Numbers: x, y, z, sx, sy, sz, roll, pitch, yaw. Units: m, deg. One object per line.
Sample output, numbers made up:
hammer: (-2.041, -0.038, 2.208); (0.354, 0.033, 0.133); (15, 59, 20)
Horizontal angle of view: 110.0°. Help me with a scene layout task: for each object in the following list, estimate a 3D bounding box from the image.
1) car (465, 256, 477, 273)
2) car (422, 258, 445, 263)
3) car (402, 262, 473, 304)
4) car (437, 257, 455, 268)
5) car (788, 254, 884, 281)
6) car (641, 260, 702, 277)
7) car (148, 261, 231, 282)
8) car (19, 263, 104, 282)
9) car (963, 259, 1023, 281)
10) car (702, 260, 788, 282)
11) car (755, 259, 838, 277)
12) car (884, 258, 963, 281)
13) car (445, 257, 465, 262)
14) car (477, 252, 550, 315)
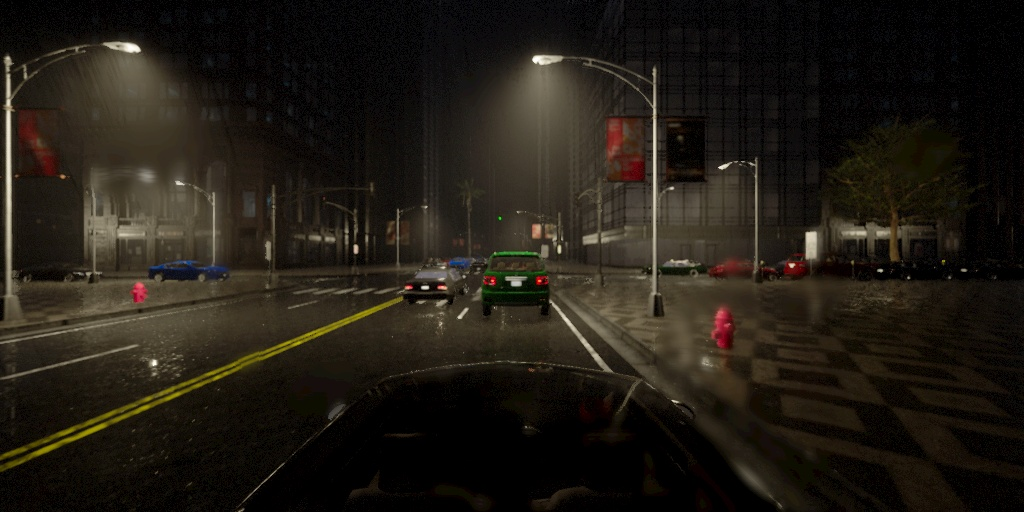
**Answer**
car: (-3.138, 1.005, 36.220); (2.128, 1.511, 4.902); (0, 1, 0)
car: (-9.822, 0.974, 44.236); (1.837, 1.490, 4.892); (0, 0, 1)
car: (-3.146, 1.179, 15.493); (2.033, 1.411, 5.357); (0, 0, 0)
car: (-9.796, 0.951, 53.562); (1.812, 1.442, 4.674); (0, 0, 0)
car: (20.963, 0.771, 23.840); (5.009, 1.841, 2.192); (0, 0, -1)
car: (13.161, 1.086, 29.490); (4.718, 1.301, 1.895); (0, 0, -1)
car: (-23.086, 1.114, 25.793); (5.008, 1.535, 1.882); (0, 0, 0)
car: (-32.382, 1.204, 25.804); (4.674, 1.442, 1.812); (0, 0, 0)
car: (32.238, 0.988, 24.010); (4.313, 1.339, 1.948); (0, 0, -1)
car: (15.325, 1.059, 23.755); (4.207, 1.307, 1.802); (0, 0, -1)
car: (23.411, 0.997, 29.650); (5.357, 1.411, 2.033); (0, 0, -1)
car: (26.601, 1.005, 23.925); (4.313, 1.339, 1.948); (0, 0, -1)
car: (-6.573, 0.946, 44.259); (1.882, 1.535, 5.008); (0, 0, 0)
car: (0.106, 0.872, 13.159); (2.150, 2.045, 5.566); (0, 1, 0)
